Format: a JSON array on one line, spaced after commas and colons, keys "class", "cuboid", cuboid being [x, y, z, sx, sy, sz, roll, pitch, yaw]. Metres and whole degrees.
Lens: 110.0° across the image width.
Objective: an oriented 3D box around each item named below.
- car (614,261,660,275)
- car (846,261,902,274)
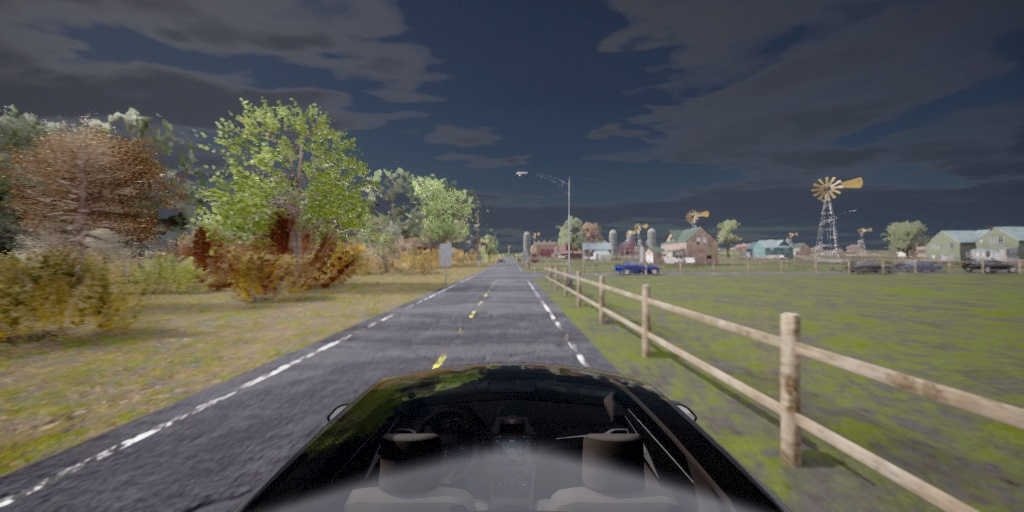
[{"class": "car", "cuboid": [14.058, 1.309, 40.420, 5.008, 1.535, 1.882, 0, -1, -1]}, {"class": "car", "cuboid": [40.895, 1.242, 40.874, 4.674, 1.442, 1.812, -1, -1, -1]}]
